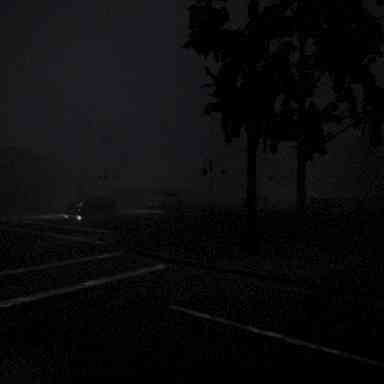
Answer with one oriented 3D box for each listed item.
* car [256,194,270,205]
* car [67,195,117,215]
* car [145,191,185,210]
[{"bbox_3d":[11.160,1.089,54.048,2.097,1.767,4.553,1,0,28],"label":"car"},{"bbox_3d":[-8.990,1.062,30.139,2.097,1.767,4.553,1,0,34],"label":"car"},{"bbox_3d":[-3.053,0.927,38.838,2.150,2.045,5.566,1,0,35],"label":"car"}]
